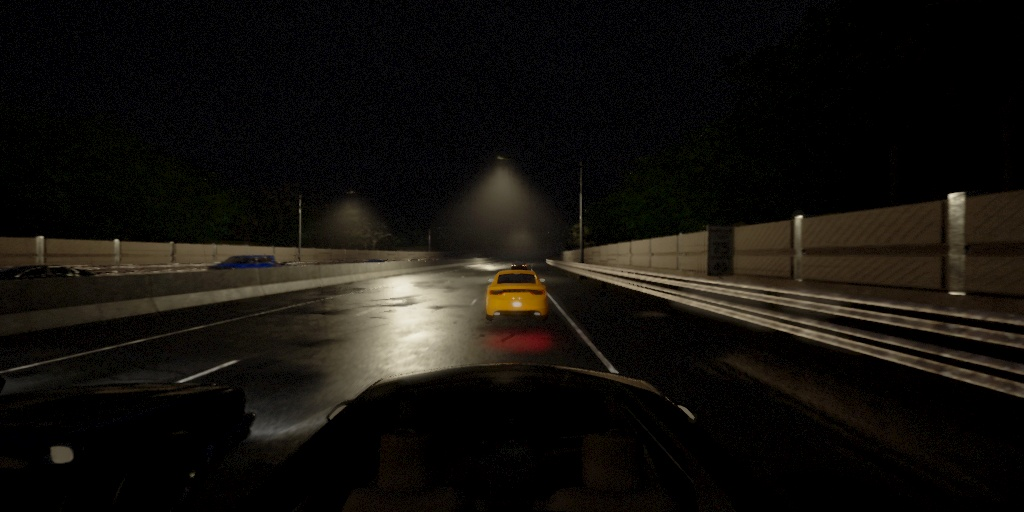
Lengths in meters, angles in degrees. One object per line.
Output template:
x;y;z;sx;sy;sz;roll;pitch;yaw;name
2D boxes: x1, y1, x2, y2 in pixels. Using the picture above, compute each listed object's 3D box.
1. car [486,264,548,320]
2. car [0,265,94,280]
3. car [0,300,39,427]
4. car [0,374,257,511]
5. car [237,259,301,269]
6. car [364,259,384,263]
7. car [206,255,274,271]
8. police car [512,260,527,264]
0.173;1.226;12.670;1.882;1.535;5.008;0;0;1;car
-24.458;1.237;18.171;1.837;1.490;4.892;0;0;1;car
-6.888;1.273;2.200;1.812;1.442;4.674;0;0;0;car
-3.388;1.297;0.955;2.033;1.411;5.357;0;0;0;car
-17.298;1.235;26.664;2.128;1.511;4.902;0;0;1;car
-23.053;1.249;59.968;1.882;1.535;5.008;0;0;3;car
-20.776;0.962;27.888;2.150;2.045;5.566;0;0;1;car
0.907;1.298;43.782;2.038;1.542;4.974;0;0;2;police car
